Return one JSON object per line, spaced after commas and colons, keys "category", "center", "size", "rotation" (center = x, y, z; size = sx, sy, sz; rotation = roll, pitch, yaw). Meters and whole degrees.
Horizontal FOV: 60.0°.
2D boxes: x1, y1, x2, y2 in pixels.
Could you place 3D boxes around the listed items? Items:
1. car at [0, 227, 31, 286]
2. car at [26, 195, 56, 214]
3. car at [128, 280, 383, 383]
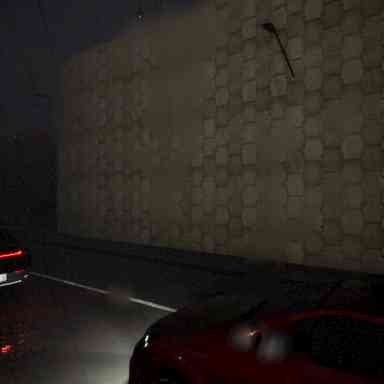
{"category": "car", "center": [-5.855, 1.505, 8.171], "size": [4.892, 1.490, 1.837], "rotation": [0, 0, 36]}
{"category": "car", "center": [-12.921, 1.061, 31.037], "size": [2.128, 1.511, 4.902], "rotation": [0, 5, 35]}
{"category": "car", "center": [1.394, 1.564, 2.997], "size": [4.181, 1.385, 1.994], "rotation": [0, 0, 36]}
